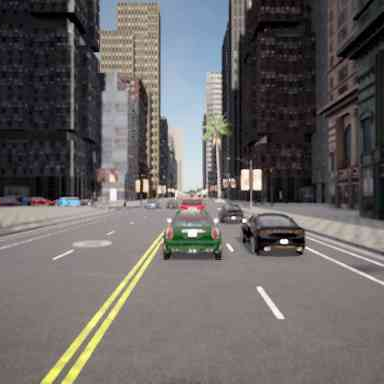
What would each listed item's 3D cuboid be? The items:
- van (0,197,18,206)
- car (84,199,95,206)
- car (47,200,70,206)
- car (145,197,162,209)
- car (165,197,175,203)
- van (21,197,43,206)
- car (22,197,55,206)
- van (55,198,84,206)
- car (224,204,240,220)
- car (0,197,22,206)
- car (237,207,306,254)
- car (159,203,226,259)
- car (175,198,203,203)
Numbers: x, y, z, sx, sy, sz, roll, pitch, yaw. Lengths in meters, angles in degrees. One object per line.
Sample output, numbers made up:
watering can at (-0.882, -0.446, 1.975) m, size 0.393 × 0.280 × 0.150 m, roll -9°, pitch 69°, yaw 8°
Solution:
van at (-40.557, 2.074, 72.687) m, size 3.998 × 1.788 × 1.690 m, roll 0°, pitch -1°, yaw 0°
car at (-23.525, 2.292, 72.679) m, size 4.403 × 1.369 × 2.008 m, roll 0°, pitch -1°, yaw 0°
car at (-29.203, 2.320, 72.680) m, size 4.206 × 1.307 × 1.802 m, roll 0°, pitch -1°, yaw 0°
car at (-6.485, 1.910, 54.648) m, size 2.097 × 1.767 × 4.553 m, roll 0°, pitch 0°, yaw 0°
car at (-3.235, 2.065, 54.541) m, size 1.837 × 1.490 × 4.892 m, roll 0°, pitch -1°, yaw 1°
van at (-34.880, 2.076, 72.685) m, size 3.998 × 1.788 × 1.690 m, roll 0°, pitch -1°, yaw 0°
car at (-29.203, 1.941, 64.160) m, size 5.009 × 1.841 × 2.192 m, roll 0°, pitch -1°, yaw 0°
van at (-23.526, 1.970, 64.158) m, size 3.998 × 1.788 × 1.690 m, roll 0°, pitch -1°, yaw 0°
car at (3.291, 1.798, 28.503) m, size 1.837 × 1.490 × 4.892 m, roll 0°, pitch 0°, yaw 0°
car at (-34.881, 2.204, 64.158) m, size 4.206 × 1.307 × 1.802 m, roll 0°, pitch -1°, yaw 0°
car at (3.289, 1.623, 14.256) m, size 1.882 × 1.535 × 5.008 m, roll 0°, pitch 0°, yaw 1°
car at (0.032, 1.489, 13.434) m, size 2.097 × 1.767 × 4.553 m, roll 0°, pitch -1°, yaw 1°
car at (0.030, 1.507, 27.584) m, size 2.150 × 2.045 × 5.566 m, roll 0°, pitch 0°, yaw 0°
